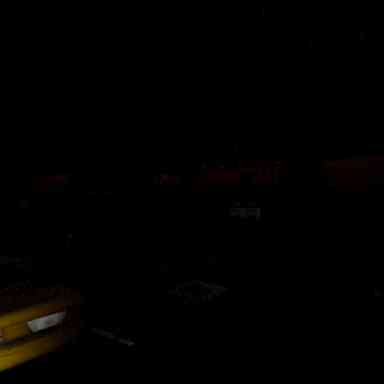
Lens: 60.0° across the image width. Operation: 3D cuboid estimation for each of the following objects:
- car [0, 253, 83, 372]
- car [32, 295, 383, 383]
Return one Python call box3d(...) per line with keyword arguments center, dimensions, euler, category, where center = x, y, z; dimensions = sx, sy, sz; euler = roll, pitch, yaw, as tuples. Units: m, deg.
box3d(center=(-3.656, 1.576, 5.442), dimensions=(4.829, 1.417, 1.752), euler=(0, -1, 36), category="car")
box3d(center=(1.005, 1.585, 2.110), dimensions=(4.206, 1.307, 1.802), euler=(-1, -1, 36), category="car")
